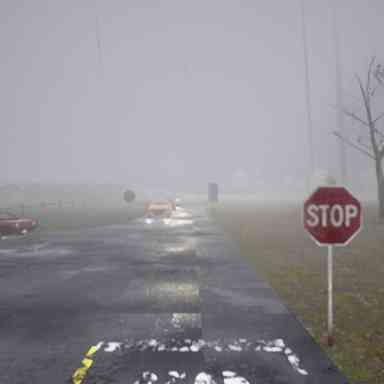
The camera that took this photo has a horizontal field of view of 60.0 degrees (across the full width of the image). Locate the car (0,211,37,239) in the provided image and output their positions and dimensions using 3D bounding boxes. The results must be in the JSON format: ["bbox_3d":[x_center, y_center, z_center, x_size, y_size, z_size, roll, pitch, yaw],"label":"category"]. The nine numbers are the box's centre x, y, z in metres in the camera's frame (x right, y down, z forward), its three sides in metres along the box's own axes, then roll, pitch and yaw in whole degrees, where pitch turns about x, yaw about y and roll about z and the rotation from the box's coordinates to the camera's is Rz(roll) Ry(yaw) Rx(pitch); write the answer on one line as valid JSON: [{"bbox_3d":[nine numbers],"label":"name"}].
[{"bbox_3d":[-10.378,1.620,16.550,4.718,1.301,1.895,0,-1,9],"label":"car"}]

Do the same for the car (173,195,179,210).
[{"bbox_3d":[-2.927,1.494,40.800,1.837,1.490,4.892,0,0,0],"label":"car"}]

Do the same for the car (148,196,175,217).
[{"bbox_3d":[-2.914,1.471,31.139,1.882,1.535,5.008,0,0,0],"label":"car"}]
